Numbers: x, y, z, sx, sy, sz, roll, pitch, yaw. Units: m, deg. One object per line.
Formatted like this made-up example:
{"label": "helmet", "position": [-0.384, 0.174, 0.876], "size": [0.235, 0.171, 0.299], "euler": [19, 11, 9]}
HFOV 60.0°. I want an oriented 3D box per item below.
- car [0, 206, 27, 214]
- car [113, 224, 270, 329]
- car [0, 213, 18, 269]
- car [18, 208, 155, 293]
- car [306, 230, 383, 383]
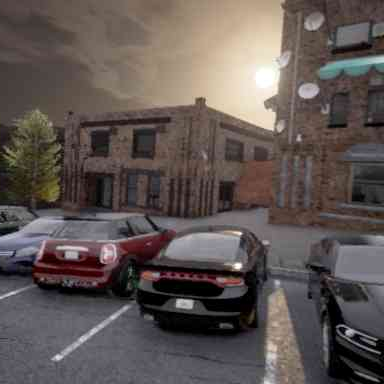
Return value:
{"label": "car", "position": [-6.634, 1.294, 12.118], "size": [2.185, 1.767, 4.553], "euler": [0, -1, 15]}
{"label": "car", "position": [0.553, 1.445, 7.046], "size": [2.097, 1.535, 5.008], "euler": [0, -1, 15]}
{"label": "car", "position": [-4.222, 1.463, 10.449], "size": [2.002, 1.452, 4.674], "euler": [1, -1, 15]}
{"label": "car", "position": [-1.849, 1.306, 8.725], "size": [2.185, 1.767, 4.553], "euler": [0, -1, 15]}
{"label": "car", "position": [2.948, 1.468, 5.356], "size": [2.097, 1.535, 5.008], "euler": [1, 0, 16]}
